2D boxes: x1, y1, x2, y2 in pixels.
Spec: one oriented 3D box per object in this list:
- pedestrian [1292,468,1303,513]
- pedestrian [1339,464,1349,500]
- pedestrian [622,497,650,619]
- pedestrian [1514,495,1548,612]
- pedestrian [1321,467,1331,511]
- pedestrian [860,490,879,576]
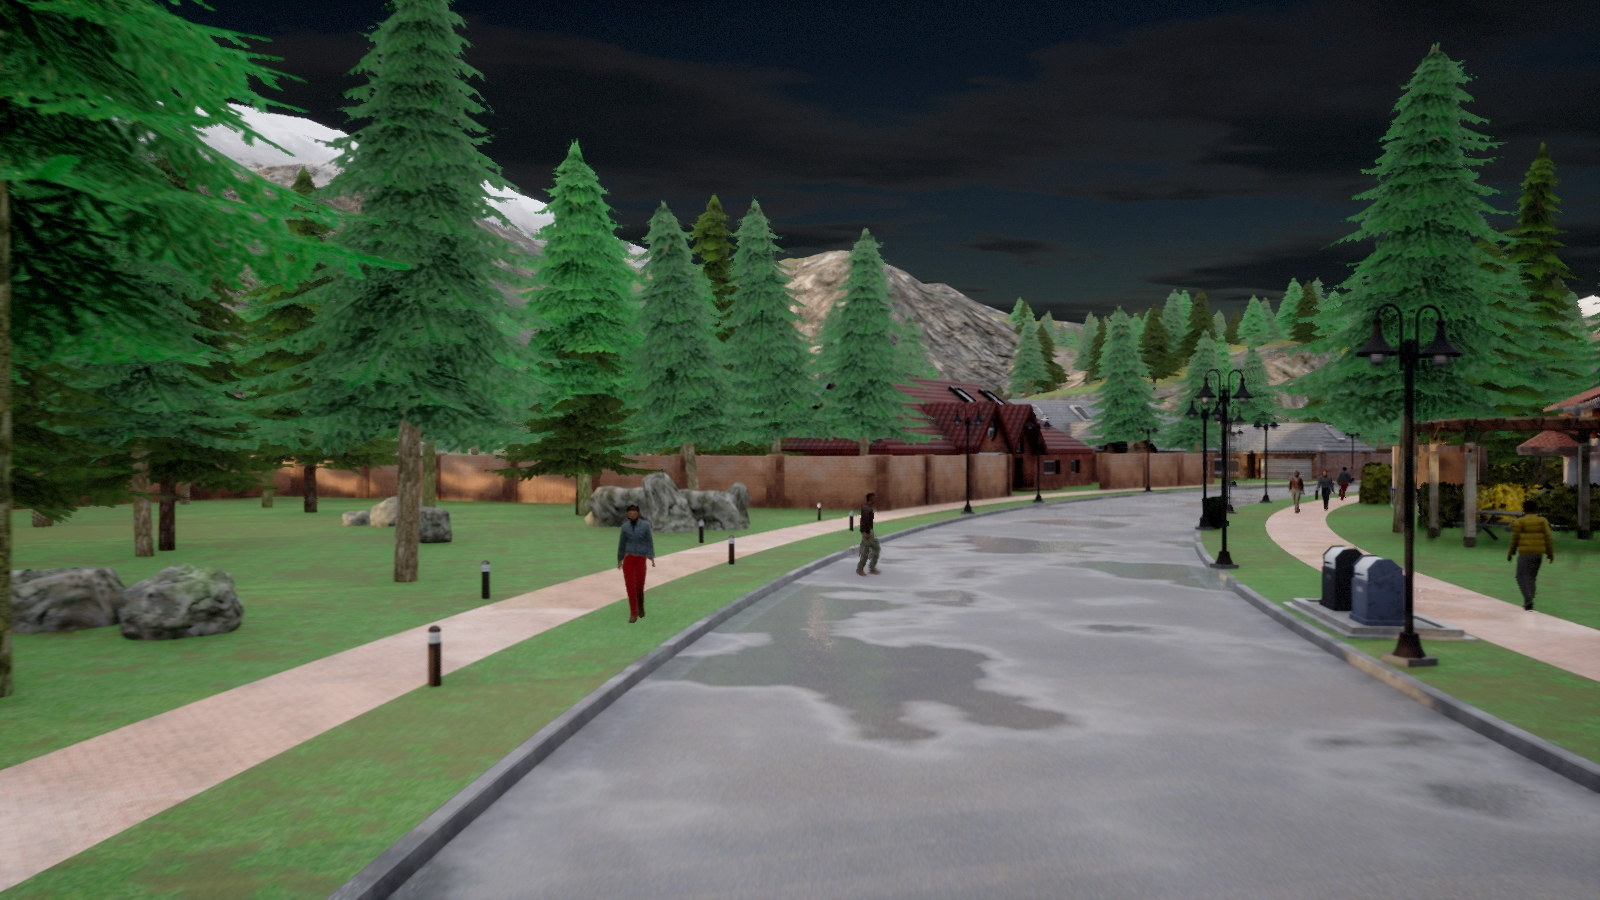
[{"bbox_3d":[20.529,1.664,47.160,0.375,1.860,0.375,0,0,30],"label":"pedestrian"},{"bbox_3d":[28.243,1.665,59.351,0.375,1.860,0.375,0,0,39],"label":"pedestrian"},{"bbox_3d":[-2.544,1.664,17.725,0.375,1.860,0.375,0,0,1],"label":"pedestrian"},{"bbox_3d":[11.867,1.663,18.553,0.375,1.860,0.375,0,0,14],"label":"pedestrian"},{"bbox_3d":[22.394,1.664,48.647,0.375,1.860,0.375,0,0,30],"label":"pedestrian"},{"bbox_3d":[1.512,1.814,25.011,0.375,1.860,0.375,0,0,-3],"label":"pedestrian"}]
